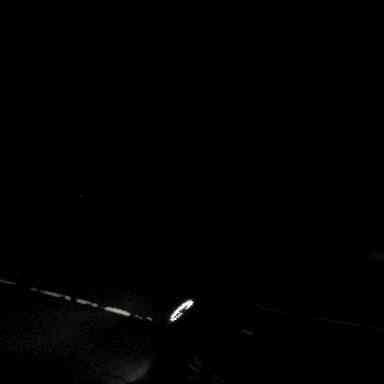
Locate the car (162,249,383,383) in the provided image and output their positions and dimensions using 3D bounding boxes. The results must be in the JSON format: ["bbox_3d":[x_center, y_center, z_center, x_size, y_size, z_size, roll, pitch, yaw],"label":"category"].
[{"bbox_3d":[1.876,1.448,3.673,4.553,1.767,2.097,0,-1,32],"label":"car"}]
